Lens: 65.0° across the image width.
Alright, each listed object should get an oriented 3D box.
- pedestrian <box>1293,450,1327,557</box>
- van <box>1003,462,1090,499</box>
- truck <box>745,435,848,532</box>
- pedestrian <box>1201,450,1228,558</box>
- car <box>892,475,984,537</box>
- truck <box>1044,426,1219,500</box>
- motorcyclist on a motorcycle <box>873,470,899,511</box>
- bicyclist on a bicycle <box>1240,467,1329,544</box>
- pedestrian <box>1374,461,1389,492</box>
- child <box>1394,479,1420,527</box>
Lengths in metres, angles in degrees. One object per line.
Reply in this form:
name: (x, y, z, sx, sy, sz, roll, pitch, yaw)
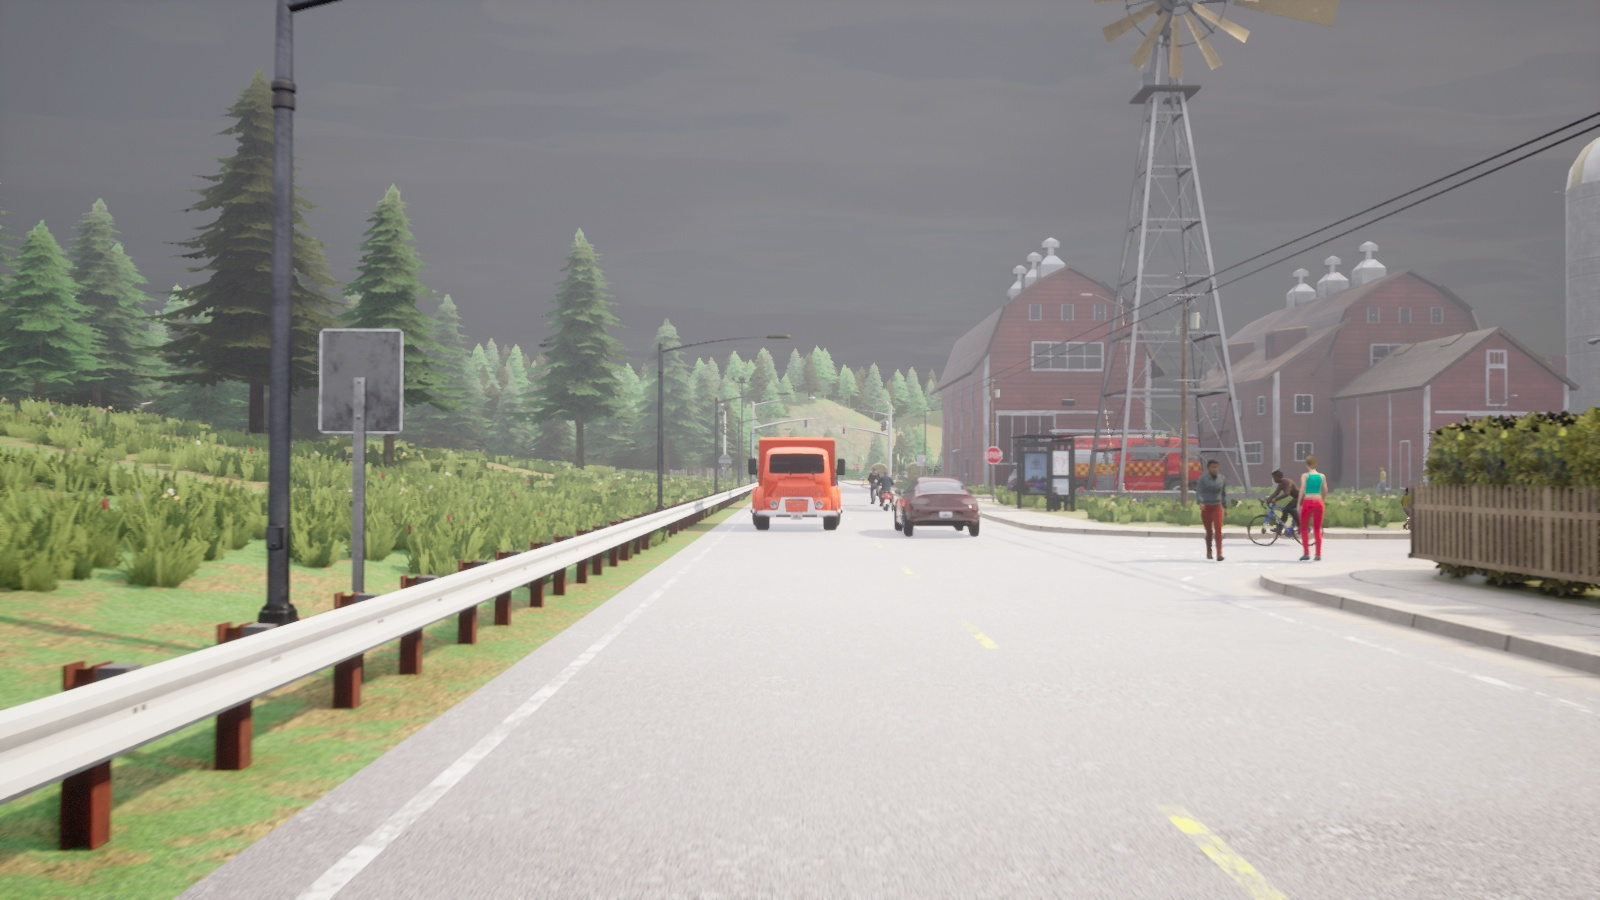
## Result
pedestrian: (8.913, 0.932, 21.957, 0.345, 1.836, 0.594, 0, -1, 1)
van: (13.670, 1.681, 69.782, 4.442, 1.987, 1.775, 0, -1, -1)
truck: (-0.087, 0.911, 34.783, 2.627, 2.467, 5.204, 0, -1, 0)
pedestrian: (7.224, 0.938, 21.905, 0.353, 1.847, 0.614, 0, -1, 10)
car: (3.423, 1.361, 31.891, 1.812, 1.442, 4.674, 0, -1, 0)
truck: (17.402, 0.691, 66.354, 8.468, 3.827, 2.891, 0, -1, 1)
motorcyclist on a motorcycle: (3.381, 1.583, 49.495, 0.866, 1.590, 1.817, 0, -1, 0)
bicyclist on a bicycle: (10.381, 1.177, 26.938, 1.656, 1.620, 0.582, -1, -1, -2)
pedestrian: (34.763, 1.588, 75.071, 0.706, 1.836, 0.354, 0, -1, -2)
child: (15.029, 1.311, 31.110, 0.473, 1.160, 0.299, 0, -1, -7)
